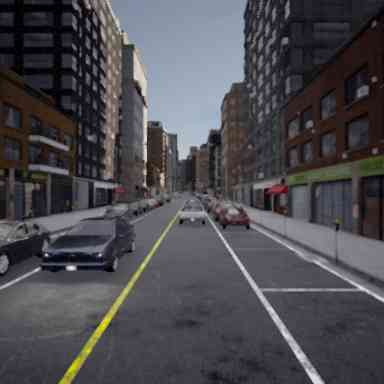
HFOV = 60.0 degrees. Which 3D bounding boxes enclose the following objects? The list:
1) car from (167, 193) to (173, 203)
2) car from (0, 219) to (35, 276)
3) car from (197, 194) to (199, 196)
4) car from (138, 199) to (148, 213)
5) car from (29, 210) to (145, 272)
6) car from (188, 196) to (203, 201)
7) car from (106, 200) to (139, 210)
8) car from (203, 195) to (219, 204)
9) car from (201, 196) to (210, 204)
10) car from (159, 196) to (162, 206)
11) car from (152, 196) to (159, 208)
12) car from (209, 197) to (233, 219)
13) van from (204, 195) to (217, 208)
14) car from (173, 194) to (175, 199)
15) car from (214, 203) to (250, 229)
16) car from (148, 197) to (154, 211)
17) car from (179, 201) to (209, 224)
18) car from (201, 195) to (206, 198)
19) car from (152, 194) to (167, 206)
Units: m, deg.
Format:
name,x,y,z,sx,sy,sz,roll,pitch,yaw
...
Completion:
name,x,y,z,sx,sy,sz,roll,pitch,yaw
car,-5.859,1.405,71.714,2.192,1.841,5.009,1,0,0
car,-5.867,1.570,10.270,2.008,1.369,4.403,1,0,0
car,2.665,1.659,77.301,1.947,1.339,4.313,1,0,0
car,-5.865,1.617,32.613,1.947,1.339,4.313,1,0,0
car,-3.090,1.568,11.172,2.033,1.411,5.357,0,0,0
car,0.081,1.629,43.593,1.994,1.385,4.181,0,0,0
car,-5.866,1.595,27.028,2.008,1.369,4.403,1,0,0
car,2.671,1.497,38.200,1.967,1.590,4.097,1,0,0
car,2.667,1.611,66.300,1.752,1.417,4.829,1,0,0
car,-5.864,1.653,49.371,1.802,1.307,4.206,1,0,0
car,-5.864,1.590,43.615,1.752,1.417,4.829,1,0,0
car,2.673,1.484,27.029,1.967,1.590,4.097,1,0,0
van,2.671,1.411,49.372,1.690,1.788,3.998,1,0,0
car,-5.858,1.408,77.301,2.192,1.841,5.009,1,0,0
car,2.672,1.618,21.443,1.802,1.307,4.206,1,0,0
car,-5.865,1.624,38.199,1.947,1.339,4.313,1,0,0
car,0.043,1.642,25.201,1.895,1.301,4.718,0,0,1
car,2.672,1.379,43.786,2.192,1.841,5.009,1,0,0
car,-5.860,1.391,54.957,2.192,1.841,5.009,1,0,0
